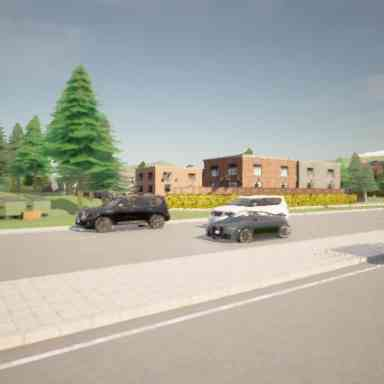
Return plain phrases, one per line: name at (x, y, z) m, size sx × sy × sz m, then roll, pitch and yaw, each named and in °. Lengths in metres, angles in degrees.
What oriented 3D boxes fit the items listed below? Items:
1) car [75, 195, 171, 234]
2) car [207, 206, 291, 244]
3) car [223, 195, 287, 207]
car at (-3.897, 1.223, 19.636) m, size 5.566 × 2.045 × 2.150 m, roll 0°, pitch 0°, yaw -35°
car at (2.743, 1.567, 15.768) m, size 4.181 × 1.385 × 1.994 m, roll 0°, pitch 0°, yaw -35°
car at (3.676, 1.225, 20.728) m, size 5.566 × 2.045 × 2.150 m, roll 0°, pitch 0°, yaw -35°
